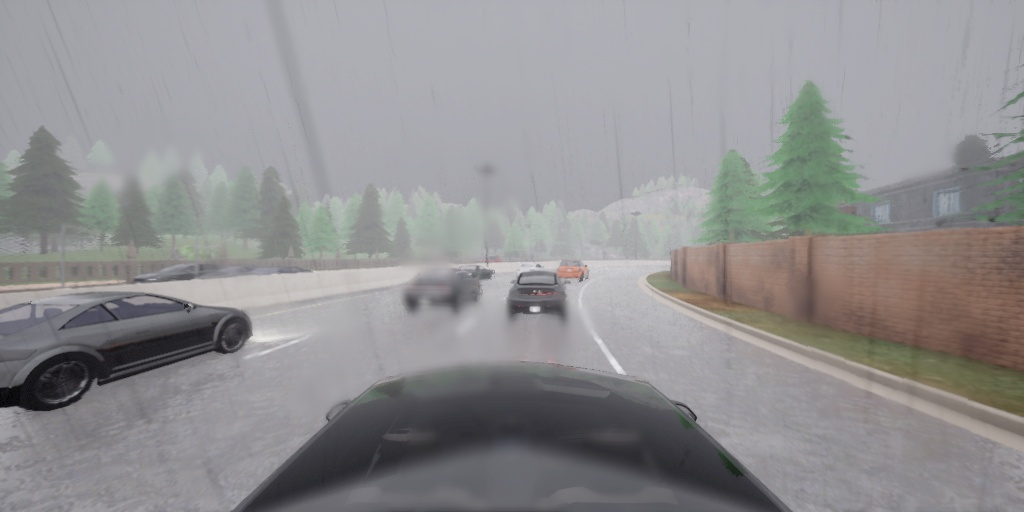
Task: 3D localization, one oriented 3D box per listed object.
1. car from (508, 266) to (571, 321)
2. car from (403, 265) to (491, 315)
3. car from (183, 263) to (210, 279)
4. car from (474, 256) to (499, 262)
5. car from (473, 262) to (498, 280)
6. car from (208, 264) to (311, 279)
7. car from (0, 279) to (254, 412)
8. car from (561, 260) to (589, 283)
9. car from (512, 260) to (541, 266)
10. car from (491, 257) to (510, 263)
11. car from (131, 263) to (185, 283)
[{"bbox_3d":[0.986,1.260,12.554,1.837,1.490,4.892,0,0,7],"label":"car"},{"bbox_3d":[-2.398,1.230,13.553,2.128,1.511,4.902,0,0,8],"label":"car"},{"bbox_3d":[-15.604,1.240,20.500,1.994,1.385,4.181,0,0,11],"label":"car"},{"bbox_3d":[-4.043,0.953,59.343,2.150,2.045,5.566,0,0,32],"label":"car"},{"bbox_3d":[-2.938,1.337,27.784,1.895,1.301,4.718,0,0,16],"label":"car"},{"bbox_3d":[-12.413,1.239,18.960,2.033,1.411,5.357,0,0,10],"label":"car"},{"bbox_3d":[-6.640,1.283,6.055,1.994,1.385,4.181,0,0,3],"label":"car"},{"bbox_3d":[5.144,1.126,29.903,2.097,1.767,4.553,0,0,19],"label":"car"},{"bbox_3d":[1.697,1.284,30.739,1.812,1.442,4.674,0,0,19],"label":"car"},{"bbox_3d":[-0.691,1.295,58.222,2.033,1.411,5.357,0,0,32],"label":"car"},{"bbox_3d":[-19.069,1.165,21.082,1.837,1.490,4.892,0,0,11],"label":"car"}]
